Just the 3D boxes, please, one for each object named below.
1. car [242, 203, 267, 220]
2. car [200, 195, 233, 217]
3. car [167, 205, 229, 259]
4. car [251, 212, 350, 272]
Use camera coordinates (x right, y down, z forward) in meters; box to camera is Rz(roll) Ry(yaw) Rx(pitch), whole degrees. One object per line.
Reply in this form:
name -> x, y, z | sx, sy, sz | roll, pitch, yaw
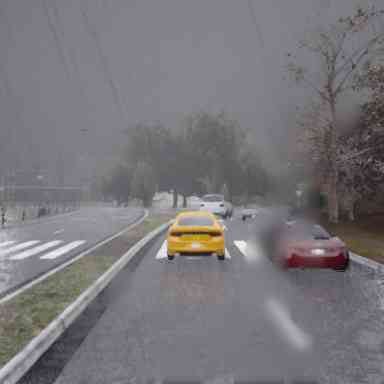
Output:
car -> 5.283, 1.609, 27.859 | 1.895, 1.301, 4.718 | 0, 0, 13
car -> 2.182, 1.253, 28.835 | 2.150, 2.045, 5.566 | -1, -1, 14
car -> 0.174, 1.480, 12.614 | 1.882, 1.535, 5.008 | 0, 0, 1
car -> 3.379, 1.566, 10.871 | 1.994, 1.385, 4.181 | 0, 0, 1
